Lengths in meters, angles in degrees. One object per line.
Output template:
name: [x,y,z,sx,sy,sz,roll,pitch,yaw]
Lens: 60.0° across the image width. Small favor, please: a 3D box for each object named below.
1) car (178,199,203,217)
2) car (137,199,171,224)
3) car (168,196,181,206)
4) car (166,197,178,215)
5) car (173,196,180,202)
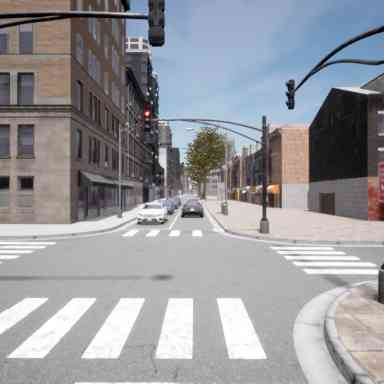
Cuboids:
car: [0.051,1.546,31.457,1.994,1.385,4.181,0,0,1]
car: [-2.831,1.513,24.524,1.812,1.442,4.674,0,0,0]
car: [-2.766,1.481,53.939,1.837,1.490,4.892,0,0,0]
car: [-2.825,1.529,34.134,2.033,1.411,5.357,0,0,0]
car: [-2.789,1.503,43.848,1.812,1.442,4.674,0,0,0]
